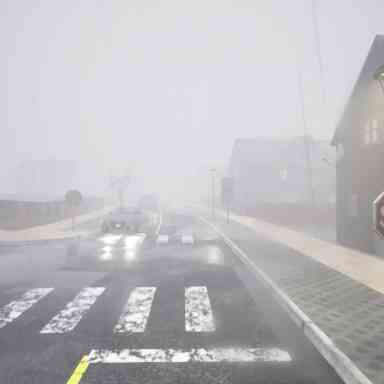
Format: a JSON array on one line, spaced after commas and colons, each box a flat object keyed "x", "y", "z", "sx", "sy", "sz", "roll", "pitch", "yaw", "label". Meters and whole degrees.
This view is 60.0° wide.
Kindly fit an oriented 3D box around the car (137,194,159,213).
[{"x": -5.006, "y": 1.221, "z": 38.102, "sx": 2.150, "sy": 2.045, "sz": 5.566, "roll": 0, "pitch": 0, "yaw": -6, "label": "car"}]

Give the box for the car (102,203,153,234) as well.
[{"x": -3.738, "y": 1.565, "z": 19.187, "sx": 1.994, "sy": 1.385, "sz": 4.181, "roll": 0, "pitch": 0, "yaw": 3, "label": "car"}]
